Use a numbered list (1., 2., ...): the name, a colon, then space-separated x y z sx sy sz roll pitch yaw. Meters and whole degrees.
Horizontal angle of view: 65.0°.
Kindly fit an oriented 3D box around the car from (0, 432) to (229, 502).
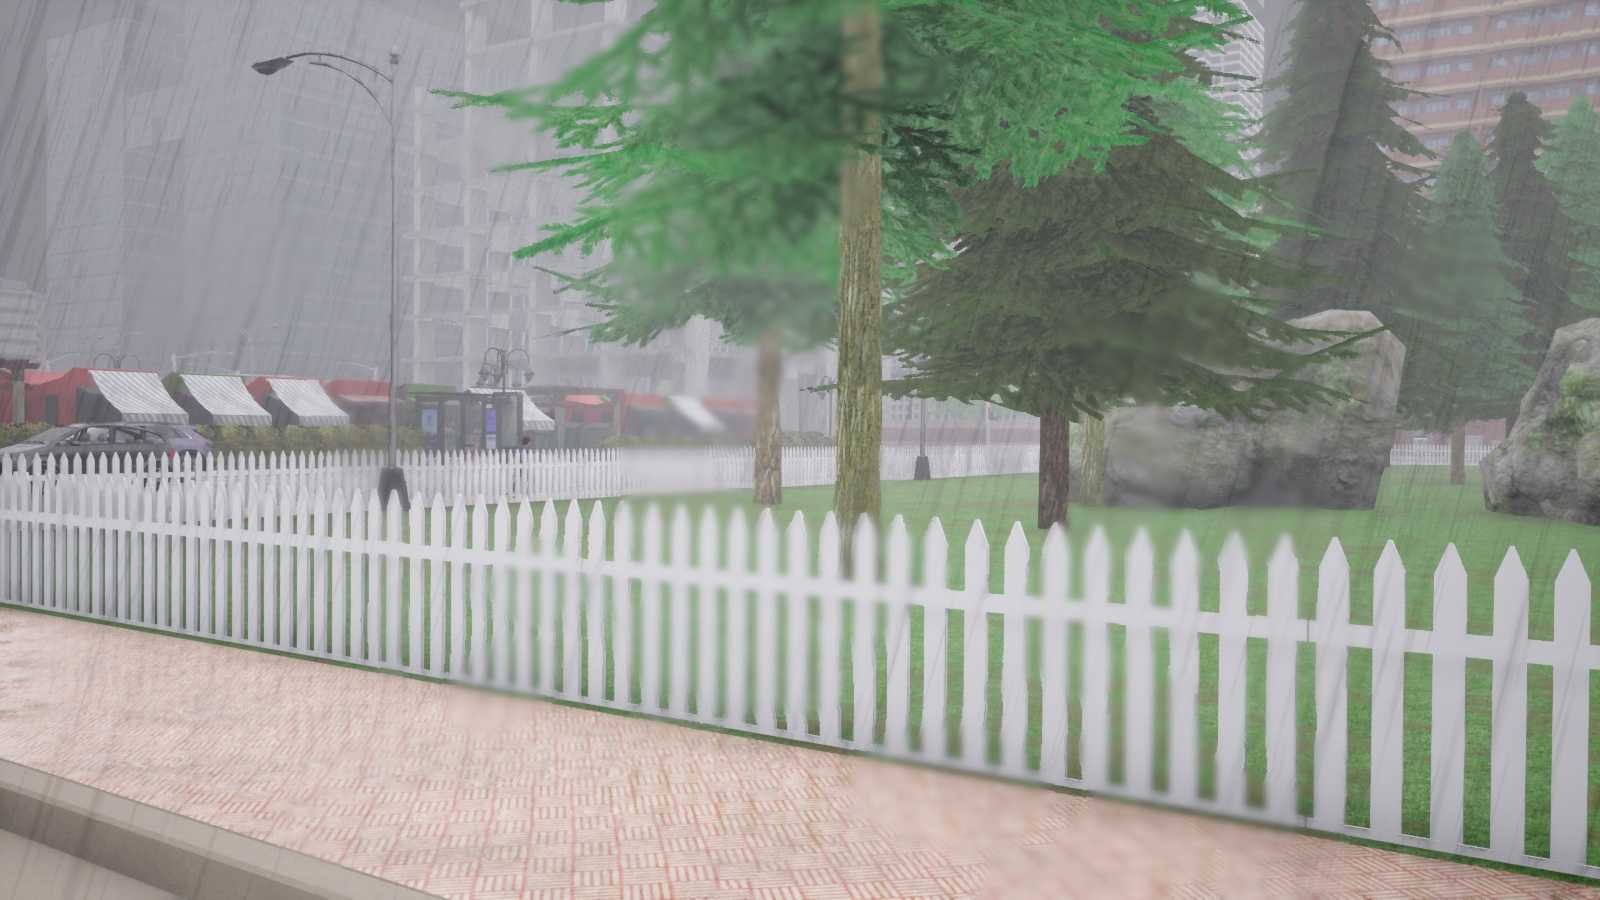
1. car: -17.565 0.378 32.379 2.033 1.649 4.856 0 1 32

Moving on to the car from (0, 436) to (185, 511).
1. car: -16.081 0.471 28.169 1.789 1.549 3.705 0 1 32

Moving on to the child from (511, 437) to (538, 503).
1. child: -5.375 0.384 24.526 0.270 1.263 0.437 0 1 32
